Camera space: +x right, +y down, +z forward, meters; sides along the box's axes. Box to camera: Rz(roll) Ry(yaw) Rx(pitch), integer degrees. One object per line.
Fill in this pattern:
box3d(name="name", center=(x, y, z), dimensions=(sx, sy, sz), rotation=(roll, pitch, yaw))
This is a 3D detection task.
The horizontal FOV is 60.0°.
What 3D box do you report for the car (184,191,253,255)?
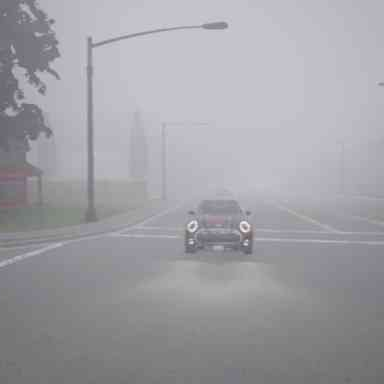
box3d(name="car", center=(0.983, 0.990, 11.851), dimensions=(2.097, 1.767, 4.553), rotation=(0, 1, 6))
